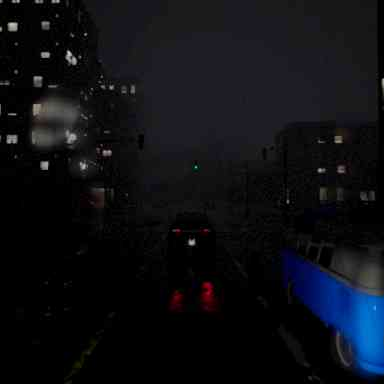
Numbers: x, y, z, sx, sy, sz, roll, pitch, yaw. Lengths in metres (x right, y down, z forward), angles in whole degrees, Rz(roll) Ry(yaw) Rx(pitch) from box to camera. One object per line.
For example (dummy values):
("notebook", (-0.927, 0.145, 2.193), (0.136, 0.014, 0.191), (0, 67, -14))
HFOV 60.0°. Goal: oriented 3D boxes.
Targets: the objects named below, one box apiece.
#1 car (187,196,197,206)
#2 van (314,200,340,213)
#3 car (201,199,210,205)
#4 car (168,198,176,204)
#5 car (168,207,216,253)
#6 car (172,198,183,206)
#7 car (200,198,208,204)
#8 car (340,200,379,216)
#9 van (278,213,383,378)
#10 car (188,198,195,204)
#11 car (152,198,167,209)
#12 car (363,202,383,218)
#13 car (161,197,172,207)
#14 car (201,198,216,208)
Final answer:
("car", (-0.017, 2.006, 75.378), (2.150, 2.045, 5.566), (0, -1, 0))
("van", (14.892, 1.751, 34.698), (3.998, 1.788, 1.690), (0, -1, 0))
("car", (3.131, 2.347, 79.008), (1.812, 1.442, 4.674), (0, -1, 0))
("car", (-5.709, 2.546, 94.518), (1.887, 1.381, 4.507), (0, -1, 0))
("car", (0.002, 1.631, 14.303), (2.128, 1.511, 4.902), (0, 0, 0))
("car", (-3.016, 2.122, 74.142), (2.097, 1.767, 4.553), (0, -1, 0))
("car", (3.127, 2.407, 86.008), (1.837, 1.490, 4.892), (0, -1, 0))
("car", (14.917, 1.605, 26.319), (5.009, 1.841, 2.192), (0, -1, 0))
("van", (2.660, 1.394, 5.426), (1.690, 1.788, 3.998), (0, -1, 0))
("car", (-0.018, 2.327, 87.016), (1.812, 1.442, 4.674), (0, -1, 0))
("car", (-5.700, 2.089, 55.575), (1.752, 1.417, 4.829), (0, -1, 0))
("car", (20.416, 1.869, 34.710), (4.097, 1.590, 1.967), (0, -1, 0))
("car", (-5.702, 2.001, 66.825), (2.192, 1.841, 5.009), (0, -1, 0))
("car", (2.682, 2.034, 50.379), (1.752, 1.417, 4.829), (0, -1, 0))
